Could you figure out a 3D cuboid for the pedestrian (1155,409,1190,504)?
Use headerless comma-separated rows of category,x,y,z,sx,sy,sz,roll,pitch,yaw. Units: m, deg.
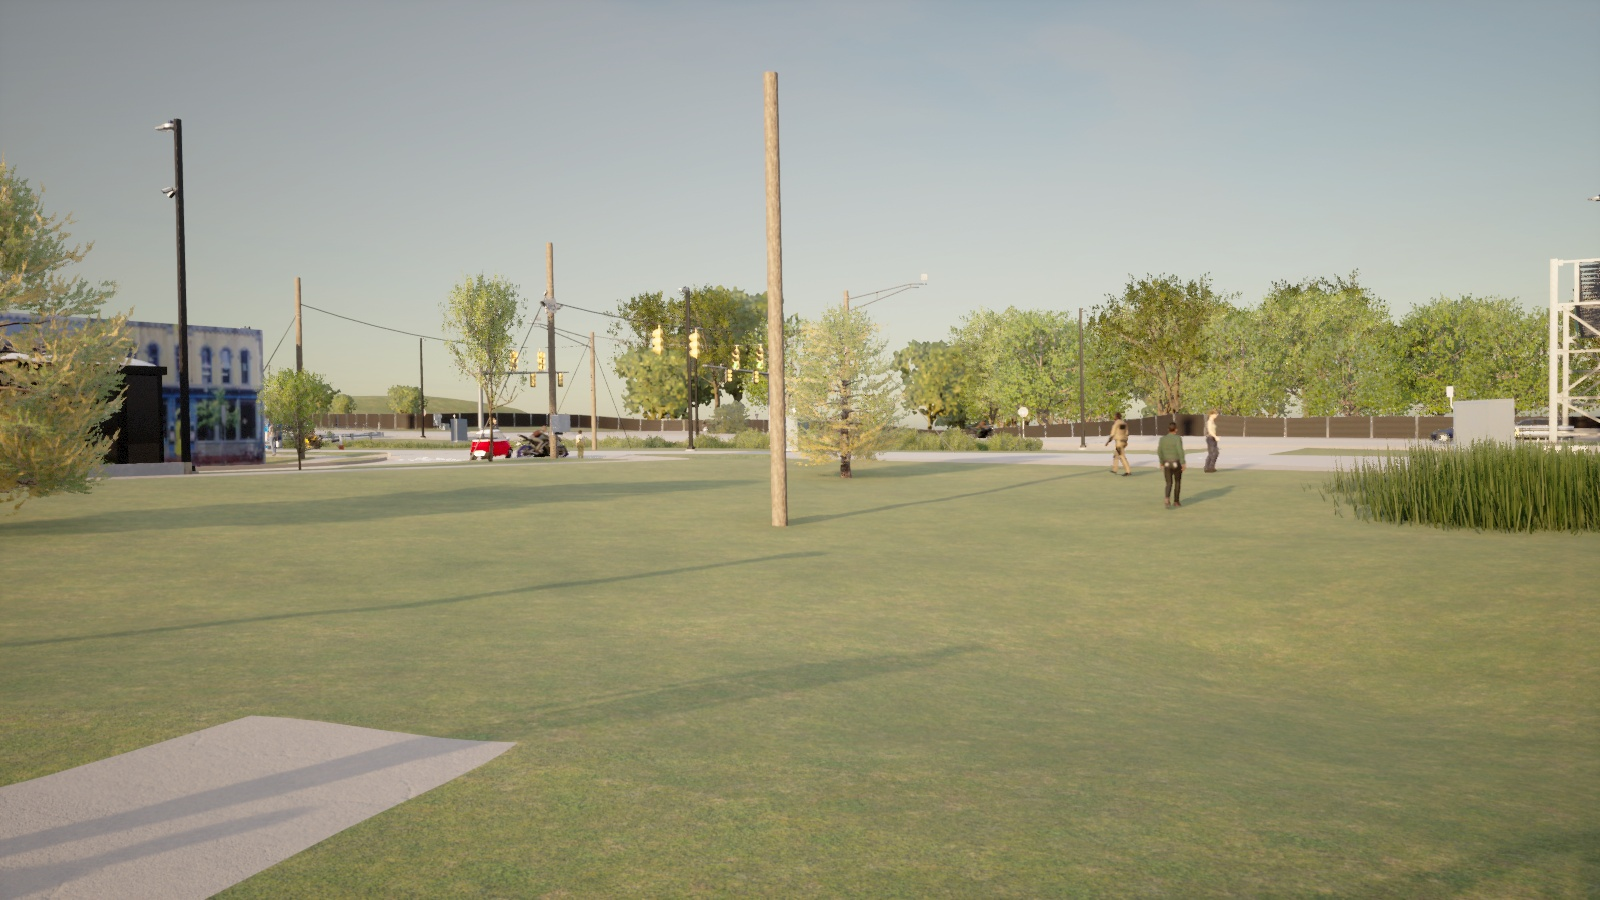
pedestrian,7.710,0.127,25.991,0.423,1.949,0.788,-2,1,34

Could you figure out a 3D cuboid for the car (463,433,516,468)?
car,-13.920,0.016,56.415,1.481,1.376,2.207,-3,2,10

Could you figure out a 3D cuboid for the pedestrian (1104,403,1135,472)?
pedestrian,9.032,-0.339,35.543,0.396,1.930,0.692,-3,1,-35

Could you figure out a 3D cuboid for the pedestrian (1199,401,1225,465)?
pedestrian,11.911,-0.486,36.306,0.594,1.836,0.345,-2,1,31

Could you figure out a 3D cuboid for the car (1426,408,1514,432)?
car,42.640,-1.904,79.934,4.792,1.488,2.163,0,2,32

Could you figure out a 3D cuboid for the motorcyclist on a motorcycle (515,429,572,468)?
motorcyclist on a motorcycle,-11.094,-0.078,54.364,2.191,1.530,0.866,-4,3,-29

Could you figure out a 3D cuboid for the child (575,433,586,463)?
child,-9.340,-0.102,53.361,0.270,1.263,0.437,-2,1,10

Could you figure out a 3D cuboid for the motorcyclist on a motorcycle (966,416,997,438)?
motorcyclist on a motorcycle,13.077,-1.641,90.320,2.044,1.523,0.797,0,2,32
